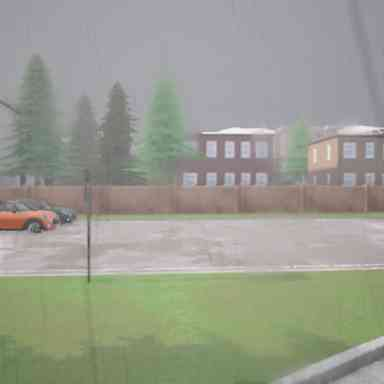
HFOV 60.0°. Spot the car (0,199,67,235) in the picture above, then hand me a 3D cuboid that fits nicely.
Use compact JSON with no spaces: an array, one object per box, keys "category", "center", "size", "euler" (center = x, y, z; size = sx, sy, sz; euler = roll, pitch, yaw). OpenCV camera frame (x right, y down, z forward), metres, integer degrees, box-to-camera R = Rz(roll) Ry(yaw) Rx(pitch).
[{"category":"car","center":[-9.395,1.263,17.577],"size":[4.553,1.767,2.097],"euler":[0,0,-4]}]

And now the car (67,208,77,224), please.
[{"category":"car","center":[-9.724,1.242,21.063],"size":[4.553,1.767,2.097],"euler":[0,0,-4]}]
